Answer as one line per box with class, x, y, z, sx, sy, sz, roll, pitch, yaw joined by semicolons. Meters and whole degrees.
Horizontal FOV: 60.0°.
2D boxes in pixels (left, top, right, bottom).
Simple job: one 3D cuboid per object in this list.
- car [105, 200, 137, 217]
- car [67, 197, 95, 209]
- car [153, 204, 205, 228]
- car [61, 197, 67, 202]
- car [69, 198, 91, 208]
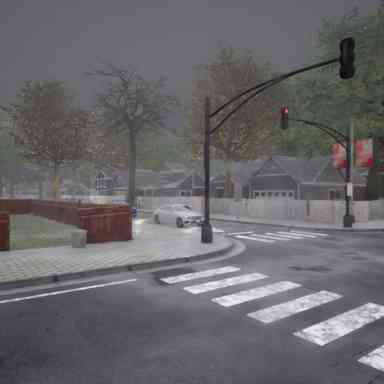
car;-6.828;1.512;30.824;1.882;1.535;5.008;0;0;-36
car;-12.816;1.529;39.205;1.882;1.535;5.008;0;0;-35
car;-0.990;1.546;22.655;1.812;1.442;4.674;0;0;-36
car;-22.359;1.599;57.419;2.128;1.511;4.902;0;0;-36
car;-16.699;1.652;49.611;1.994;1.385;4.181;0;0;-35
